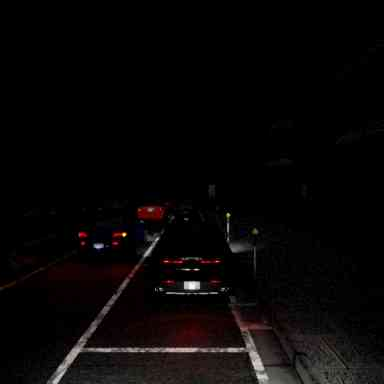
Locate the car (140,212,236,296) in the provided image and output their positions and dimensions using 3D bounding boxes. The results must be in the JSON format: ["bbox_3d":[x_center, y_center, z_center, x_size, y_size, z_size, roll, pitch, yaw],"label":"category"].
[{"bbox_3d":[0.000,1.504,8.650,1.837,1.490,4.892,0,0,0],"label":"car"}]

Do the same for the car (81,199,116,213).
[{"bbox_3d":[-8.408,1.440,29.575,1.967,1.590,4.097,0,0,0],"label":"car"}]

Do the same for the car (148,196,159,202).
[{"bbox_3d":[-8.408,1.542,73.374,1.887,1.381,4.507,0,0,0],"label":"car"}]

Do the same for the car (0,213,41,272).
[{"bbox_3d":[-5.868,1.491,7.952,2.128,1.511,4.902,0,0,0],"label":"car"}]

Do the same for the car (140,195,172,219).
[{"bbox_3d":[-3.021,1.352,26.273,2.097,1.767,4.553,0,0,0],"label":"car"}]

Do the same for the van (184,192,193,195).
[{"bbox_3d":[-0.383,1.339,67.702,1.690,1.788,3.998,0,0,0],"label":"van"}]

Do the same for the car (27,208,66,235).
[{"bbox_3d":[-8.408,1.582,18.538,1.802,1.307,4.206,0,0,0],"label":"car"}]

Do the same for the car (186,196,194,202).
[{"bbox_3d":[-0.383,1.579,79.064,1.802,1.307,4.206,0,0,0],"label":"car"}]

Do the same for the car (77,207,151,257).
[{"bbox_3d":[-2.917,1.525,12.754,1.812,1.442,4.674,0,0,0],"label":"car"}]

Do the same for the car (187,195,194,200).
[{"bbox_3d":[-0.383,1.575,90.427,1.802,1.307,4.206,0,0,0],"label":"car"}]

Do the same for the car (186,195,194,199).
[{"bbox_3d":[-0.383,1.440,35.101,1.967,1.590,4.097,0,0,0],"label":"car"}]

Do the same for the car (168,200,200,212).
[{"bbox_3d":[-0.383,1.551,24.063,2.008,1.369,4.403,0,0,0],"label":"car"}]

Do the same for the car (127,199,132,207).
[{"bbox_3d":[-8.408,1.551,40.611,2.008,1.369,4.403,0,0,0],"label":"car"}]

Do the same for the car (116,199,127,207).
[{"bbox_3d":[-8.408,1.525,34.923,1.752,1.417,4.829,0,0,0],"label":"car"}]

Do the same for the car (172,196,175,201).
[{"bbox_3d":[-2.922,1.491,38.149,2.128,1.511,4.902,0,0,0],"label":"car"}]

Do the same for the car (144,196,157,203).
[{"bbox_3d":[-8.408,1.549,67.693,2.008,1.369,4.403,0,0,0],"label":"car"}]

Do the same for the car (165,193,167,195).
[{"bbox_3d":[-8.408,1.518,90.251,1.752,1.417,4.829,0,0,0],"label":"car"}]
